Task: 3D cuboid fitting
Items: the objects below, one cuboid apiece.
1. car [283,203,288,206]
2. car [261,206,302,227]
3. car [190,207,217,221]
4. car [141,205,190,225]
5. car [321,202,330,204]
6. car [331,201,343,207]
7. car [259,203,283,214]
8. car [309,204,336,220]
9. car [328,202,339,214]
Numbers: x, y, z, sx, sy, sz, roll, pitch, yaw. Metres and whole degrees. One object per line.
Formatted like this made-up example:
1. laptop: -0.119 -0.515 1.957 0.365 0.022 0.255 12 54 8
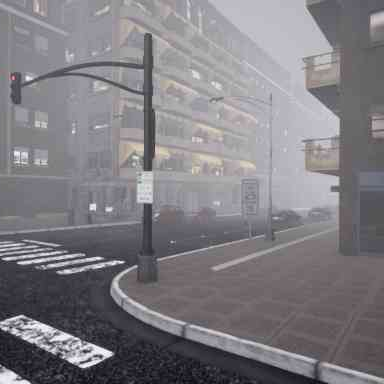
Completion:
1. car: 13.708 2.404 50.692 1.752 1.417 4.829 -1 -1 35
2. car: 7.692 2.095 27.444 1.947 1.339 4.313 -1 -2 35
3. car: 0.863 2.063 32.185 1.802 1.307 4.206 -1 -1 35
4. car: -2.372 1.821 27.527 1.967 1.590 4.097 -1 -1 35
5. car: 19.502 2.546 48.921 1.895 1.301 4.718 0 -1 35
6. car: 36.428 3.022 83.483 1.967 1.590 4.097 -1 -1 35
7. car: 10.569 2.326 46.170 1.887 1.381 4.507 -1 -1 35
8. car: 14.164 2.295 36.767 1.947 1.339 4.313 -1 -2 35
9. car: 20.732 2.458 46.231 1.752 1.417 4.829 -1 -2 35
